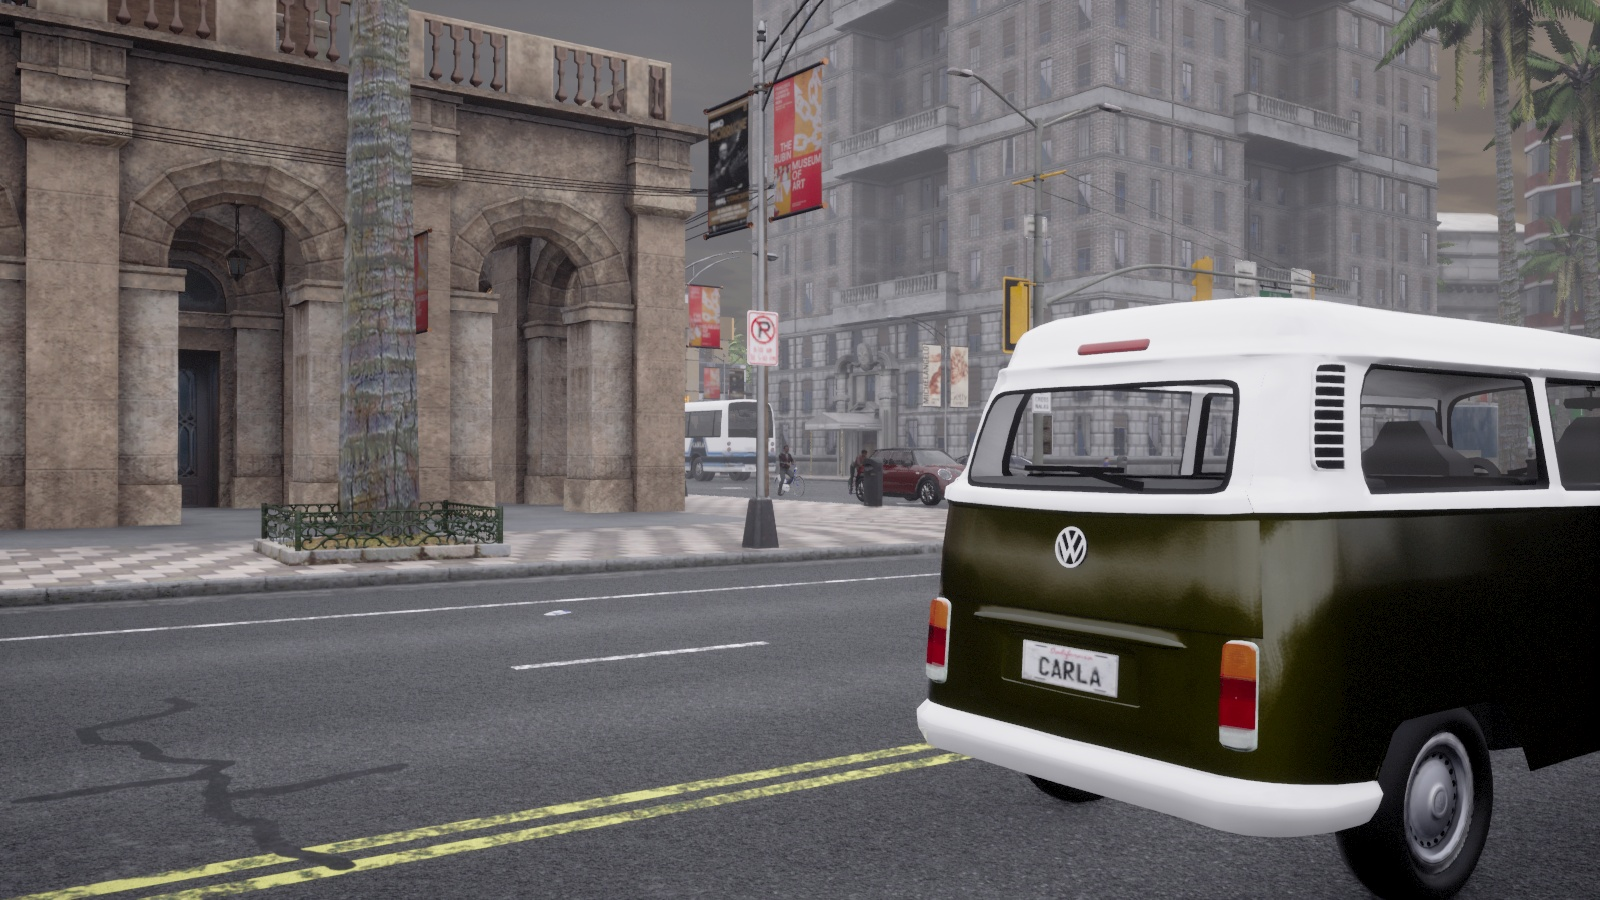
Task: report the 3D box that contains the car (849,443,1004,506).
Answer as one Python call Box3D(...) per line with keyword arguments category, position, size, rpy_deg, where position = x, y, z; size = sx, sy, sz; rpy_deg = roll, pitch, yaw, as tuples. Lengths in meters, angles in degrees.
Box3D(category="car", position=(3.674, 0.687, 37.230), size=(2.097, 1.767, 4.553), rpy_deg=(0, 0, -35))

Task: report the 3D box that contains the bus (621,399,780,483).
Box3D(category="bus", position=(-5.665, -0.451, 68.777), size=(3.944, 4.253, 10.273), rpy_deg=(0, 0, -36))

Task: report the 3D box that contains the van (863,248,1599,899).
Box3D(category="van", position=(2.684, 0.476, 5.517), size=(4.480, 2.038, 2.069), rpy_deg=(0, 0, -35))

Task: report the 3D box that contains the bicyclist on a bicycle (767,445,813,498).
Box3D(category="bicyclist on a bicycle", position=(-0.353, 0.721, 42.982), size=(0.659, 1.776, 1.843), rpy_deg=(0, 0, -35))
